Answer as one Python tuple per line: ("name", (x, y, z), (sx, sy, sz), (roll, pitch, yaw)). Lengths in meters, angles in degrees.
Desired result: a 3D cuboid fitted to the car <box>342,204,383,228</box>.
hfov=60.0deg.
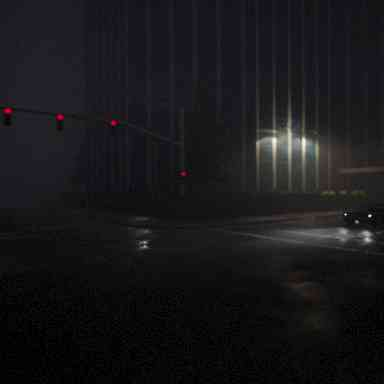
("car", (11.460, 1.417, 20.772), (4.718, 1.301, 1.895), (-1, 0, -36))
